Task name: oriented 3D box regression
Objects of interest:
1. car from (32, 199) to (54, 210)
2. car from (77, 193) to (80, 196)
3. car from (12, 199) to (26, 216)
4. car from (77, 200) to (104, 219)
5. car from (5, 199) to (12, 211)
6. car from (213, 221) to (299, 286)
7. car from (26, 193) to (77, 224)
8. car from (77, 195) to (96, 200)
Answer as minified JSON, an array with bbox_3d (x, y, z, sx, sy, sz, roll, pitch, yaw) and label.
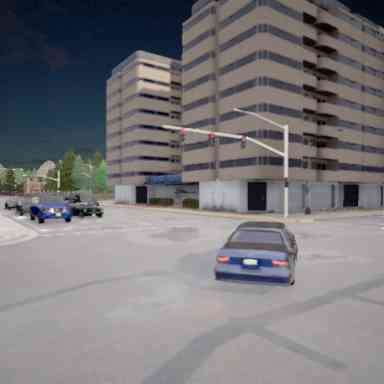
[{"bbox_3d":[-20.077,1.620,44.786,1.895,1.301,4.718,0,0,-35],"label":"car"},{"bbox_3d":[-21.401,1.255,59.188,2.150,2.045,5.566,0,0,-35],"label":"car"},{"bbox_3d":[-16.491,1.516,33.520,1.837,1.490,4.892,0,0,-35],"label":"car"},{"bbox_3d":[-9.432,1.620,29.525,1.895,1.301,4.718,0,0,-35],"label":"car"},{"bbox_3d":[-22.357,1.559,41.930,2.033,1.411,5.357,0,0,-35],"label":"car"},{"bbox_3d":[2.004,1.562,9.557,2.033,1.411,5.357,0,0,17],"label":"car"},{"bbox_3d":[-10.893,1.233,25.505,2.150,2.045,5.566,0,0,-35],"label":"car"},{"bbox_3d":[-15.693,1.598,51.052,1.994,1.385,4.181,0,0,-34],"label":"car"}]
